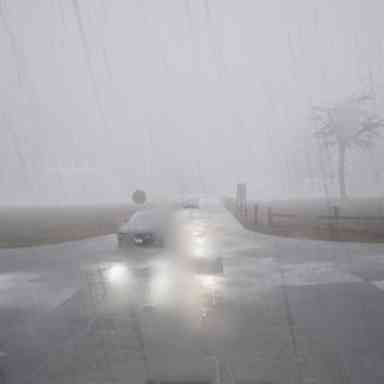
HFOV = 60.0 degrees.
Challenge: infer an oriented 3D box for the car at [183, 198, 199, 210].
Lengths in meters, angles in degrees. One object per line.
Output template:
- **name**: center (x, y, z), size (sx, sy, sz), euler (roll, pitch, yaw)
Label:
- **car**: center (-0.021, 1.545, 43.358), size (2.033, 1.411, 5.357), euler (0, 0, 3)

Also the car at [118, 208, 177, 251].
- **car**: center (-1.773, 1.486, 14.428), size (1.882, 1.535, 5.008), euler (0, 0, 3)
